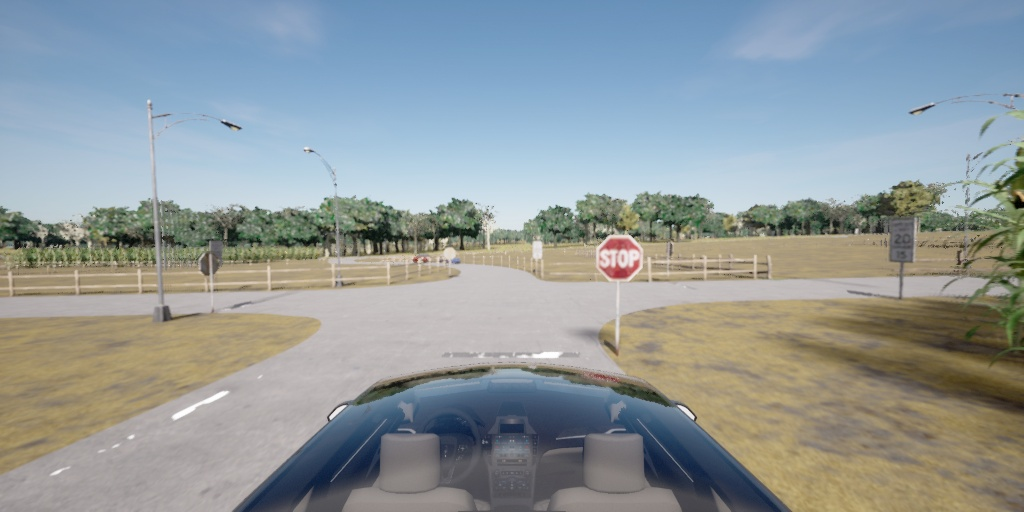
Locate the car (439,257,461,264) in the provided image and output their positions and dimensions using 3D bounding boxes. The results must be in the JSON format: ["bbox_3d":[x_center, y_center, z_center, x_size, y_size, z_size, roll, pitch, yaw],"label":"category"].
[{"bbox_3d":[-10.885,0.697,62.313,2.033,1.411,5.357,-2,1,-37],"label":"car"}]
